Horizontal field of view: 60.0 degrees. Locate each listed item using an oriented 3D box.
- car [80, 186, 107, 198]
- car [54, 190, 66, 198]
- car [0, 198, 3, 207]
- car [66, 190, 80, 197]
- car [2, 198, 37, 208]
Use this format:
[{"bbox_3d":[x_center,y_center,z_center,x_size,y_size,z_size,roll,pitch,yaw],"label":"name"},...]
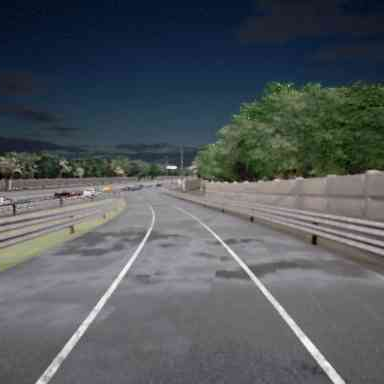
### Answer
[{"bbox_3d":[-21.089,0.113,71.389,2.150,2.045,5.566,0,3,9],"label":"car"},{"bbox_3d":[-28.005,0.344,72.475,1.882,1.535,5.008,0,3,9],"label":"car"},{"bbox_3d":[-28.022,1.587,50.123,1.812,1.442,4.674,0,3,9],"label":"car"},{"bbox_3d":[-24.556,0.235,71.874,2.097,1.767,4.553,0,3,9],"label":"car"},{"bbox_3d":[-24.697,1.613,48.743,2.128,1.511,4.902,0,3,9],"label":"car"}]
